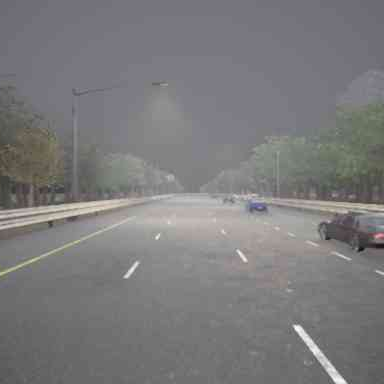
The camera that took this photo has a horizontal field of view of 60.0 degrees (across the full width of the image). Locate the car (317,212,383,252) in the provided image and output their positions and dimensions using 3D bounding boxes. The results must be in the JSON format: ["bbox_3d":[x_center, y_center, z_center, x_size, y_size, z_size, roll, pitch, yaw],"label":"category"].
[{"bbox_3d":[7.017,1.554,13.815,2.033,1.411,5.357,0,0,0],"label":"car"}]

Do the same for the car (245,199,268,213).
[{"bbox_3d":[7.090,1.515,37.110,1.882,1.535,5.008,0,0,0],"label":"car"}]

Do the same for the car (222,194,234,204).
[{"bbox_3d":[7.237,1.389,67.447,2.097,1.767,4.553,0,0,0],"label":"car"}]
